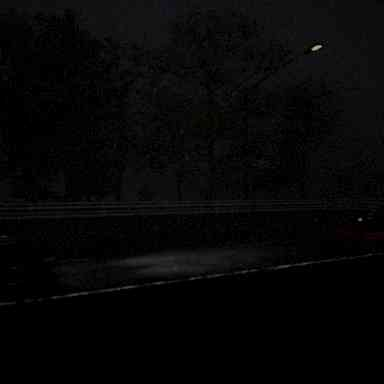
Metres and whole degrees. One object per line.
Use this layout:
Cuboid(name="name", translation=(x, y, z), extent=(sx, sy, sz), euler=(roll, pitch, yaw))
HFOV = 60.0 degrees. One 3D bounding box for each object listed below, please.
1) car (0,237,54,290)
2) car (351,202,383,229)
Cuboid(name="car", translation=(-5.427, 1.375, 6.910), extent=(4.718, 1.301, 1.895), euler=(0, 0, -28))
Cuboid(name="car", translation=(11.401, 1.339, 19.496), extent=(4.674, 1.442, 1.812), euler=(0, 0, -27))
